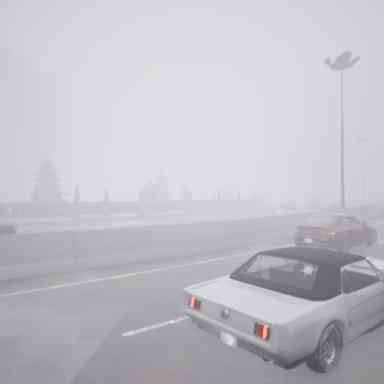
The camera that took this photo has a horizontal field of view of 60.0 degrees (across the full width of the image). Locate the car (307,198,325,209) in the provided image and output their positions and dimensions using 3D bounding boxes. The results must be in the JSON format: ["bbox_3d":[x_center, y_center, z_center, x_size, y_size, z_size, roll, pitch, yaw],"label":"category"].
[{"bbox_3d":[17.681,1.600,47.522,2.097,1.767,4.553,-1,-1,26],"label":"car"}]

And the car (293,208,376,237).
[{"bbox_3d":[5.872,1.570,13.531,4.674,1.442,1.812,0,0,-43],"label":"car"}]

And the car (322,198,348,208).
[{"bbox_3d":[16.774,1.742,38.465,1.994,1.385,4.181,0,0,30],"label":"car"}]

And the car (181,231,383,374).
[{"bbox_3d":[2.213,1.617,5.675,4.718,1.301,1.895,0,0,-39],"label":"car"}]

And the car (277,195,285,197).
[{"bbox_3d":[23.394,1.787,86.508,2.150,2.045,5.566,-1,0,5],"label":"car"}]

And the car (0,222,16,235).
[{"bbox_3d":[-10.183,1.670,14.016,4.718,1.301,1.895,0,0,-36],"label":"car"}]

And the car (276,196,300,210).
[{"bbox_3d":[13.695,1.741,47.330,1.882,1.535,5.008,0,0,27],"label":"car"}]

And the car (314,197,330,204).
[{"bbox_3d":[29.427,1.967,75.383,2.033,1.411,5.357,-1,0,7],"label":"car"}]
